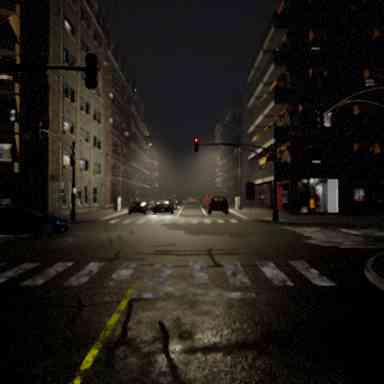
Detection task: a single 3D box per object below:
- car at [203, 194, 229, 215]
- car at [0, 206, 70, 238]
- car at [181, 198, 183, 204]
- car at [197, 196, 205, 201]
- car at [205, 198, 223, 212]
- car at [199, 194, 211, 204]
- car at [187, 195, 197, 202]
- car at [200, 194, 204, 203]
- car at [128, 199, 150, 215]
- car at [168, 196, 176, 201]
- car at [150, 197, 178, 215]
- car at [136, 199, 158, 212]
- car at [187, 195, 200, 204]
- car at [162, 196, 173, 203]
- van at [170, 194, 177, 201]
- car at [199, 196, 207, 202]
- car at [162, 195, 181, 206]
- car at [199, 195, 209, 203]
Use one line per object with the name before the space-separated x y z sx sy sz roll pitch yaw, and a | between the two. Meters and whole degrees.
car | 2.589 1.298 33.872 2.192 1.841 5.009 1 0 0
car | -8.808 1.479 16.797 5.008 1.535 1.882 0 -1 -11
car | -2.772 1.557 52.909 1.994 1.385 4.181 0 0 1
car | 2.589 1.733 95.046 1.947 1.339 4.313 1 0 0
car | 2.586 1.507 39.602 1.752 1.417 4.829 1 0 0
car | 2.589 1.346 67.231 2.192 1.841 5.009 1 0 0
car | 0.010 1.416 73.882 2.128 1.511 4.902 0 0 0
car | 2.589 1.298 44.997 2.192 1.841 5.009 1 0 0
car | -5.295 1.550 33.828 1.947 1.339 4.313 1 0 0
car | -5.292 1.689 89.451 2.008 1.369 4.403 1 0 0
car | -2.836 1.547 34.096 1.994 1.385 4.181 0 0 0
car | -5.295 1.548 39.389 1.947 1.339 4.313 1 0 0
car | 0.009 1.496 63.457 1.882 1.535 5.008 0 0 0
car | -5.293 1.606 72.761 2.008 1.369 4.403 1 0 0
van | -5.288 1.508 95.017 1.690 1.788 3.998 1 0 0
car | 2.587 1.663 78.355 1.802 1.307 4.206 1 0 0
car | -2.827 1.488 42.975 1.837 1.490 4.892 0 0 0
car | 2.588 1.495 72.795 1.967 1.590 4.097 1 0 0
